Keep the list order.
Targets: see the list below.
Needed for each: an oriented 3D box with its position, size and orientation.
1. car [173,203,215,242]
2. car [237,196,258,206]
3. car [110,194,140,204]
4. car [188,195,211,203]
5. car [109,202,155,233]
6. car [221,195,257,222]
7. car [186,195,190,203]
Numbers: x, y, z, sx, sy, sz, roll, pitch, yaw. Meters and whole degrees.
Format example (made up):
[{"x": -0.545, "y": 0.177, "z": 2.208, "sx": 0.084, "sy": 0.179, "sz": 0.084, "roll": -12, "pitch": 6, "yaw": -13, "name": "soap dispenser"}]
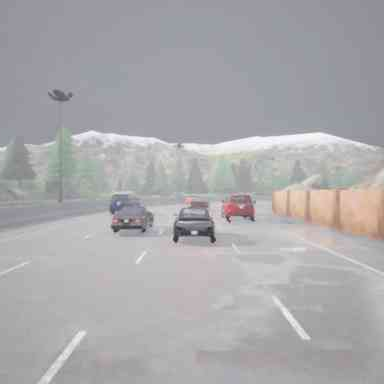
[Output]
[{"x": 0.099, "y": 1.490, "z": 16.377, "sx": 2.128, "sy": 1.511, "sz": 4.902, "roll": 0, "pitch": 0, "yaw": 0, "name": "car"}, {"x": 9.187, "y": 1.476, "z": 54.661, "sx": 1.882, "sy": 1.535, "sz": 5.008, "roll": -1, "pitch": -1, "yaw": 26, "name": "car"}, {"x": -6.654, "y": 1.219, "z": 33.717, "sx": 2.150, "sy": 2.045, "sz": 5.566, "roll": 0, "pitch": 0, "yaw": 4, "name": "car"}, {"x": 1.165, "y": 1.477, "z": 40.581, "sx": 1.882, "sy": 1.535, "sz": 5.008, "roll": -1, "pitch": 0, "yaw": 10, "name": "car"}, {"x": -3.401, "y": 1.546, "z": 19.745, "sx": 2.033, "sy": 1.411, "sz": 5.357, "roll": 0, "pitch": 0, "yaw": 0, "name": "car"}, {"x": 3.631, "y": 1.219, "z": 26.749, "sx": 2.150, "sy": 2.045, "sz": 5.566, "roll": 0, "pitch": 0, "yaw": 1, "name": "car"}, {"x": 0.713, "y": 1.351, "z": 60.697, "sx": 2.097, "sy": 1.767, "sz": 4.553, "roll": 0, "pitch": 0, "yaw": 28, "name": "car"}]
